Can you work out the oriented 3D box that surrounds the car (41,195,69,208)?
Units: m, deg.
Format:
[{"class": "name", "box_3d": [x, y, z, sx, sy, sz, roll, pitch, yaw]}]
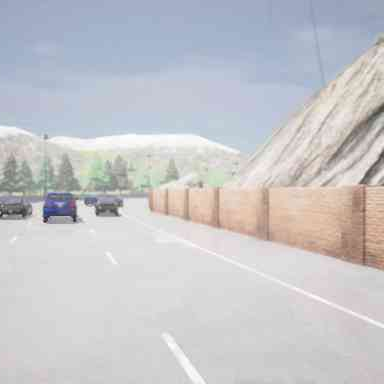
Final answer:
[{"class": "car", "box_3d": [-17.231, 1.154, 42.191, 1.837, 1.490, 4.892, 0, 0, -5]}]

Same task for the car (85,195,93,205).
[{"class": "car", "box_3d": [-13.975, 1.121, 48.127, 1.882, 1.535, 5.008, 0, 0, -1]}]

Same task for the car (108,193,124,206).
[{"class": "car", "box_3d": [-10.320, 1.047, 44.047, 2.097, 1.767, 4.553, 0, 1, -5]}]

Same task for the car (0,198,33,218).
[{"class": "car", "box_3d": [-14.177, 1.245, 26.944, 2.128, 1.511, 4.902, 0, 0, -19]}]

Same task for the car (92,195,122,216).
[{"class": "car", "box_3d": [-7.722, 1.292, 29.851, 1.837, 1.490, 4.892, 0, 1, -18]}]

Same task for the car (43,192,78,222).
[{"class": "car", "box_3d": [-9.644, 1.020, 24.443, 2.150, 2.045, 5.566, 0, 0, -20]}]
